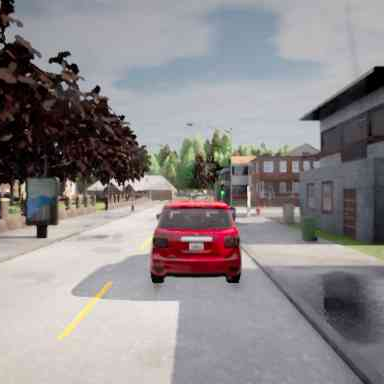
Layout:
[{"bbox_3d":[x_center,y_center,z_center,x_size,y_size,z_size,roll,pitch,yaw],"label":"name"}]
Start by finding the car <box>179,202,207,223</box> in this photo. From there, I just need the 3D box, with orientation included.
[{"bbox_3d":[0.073,1.584,26.403,1.994,1.385,4.181,0,0,0],"label":"car"}]

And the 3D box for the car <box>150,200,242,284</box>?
[{"bbox_3d":[0.086,1.231,9.728,2.150,2.045,5.566,0,0,0],"label":"car"}]
